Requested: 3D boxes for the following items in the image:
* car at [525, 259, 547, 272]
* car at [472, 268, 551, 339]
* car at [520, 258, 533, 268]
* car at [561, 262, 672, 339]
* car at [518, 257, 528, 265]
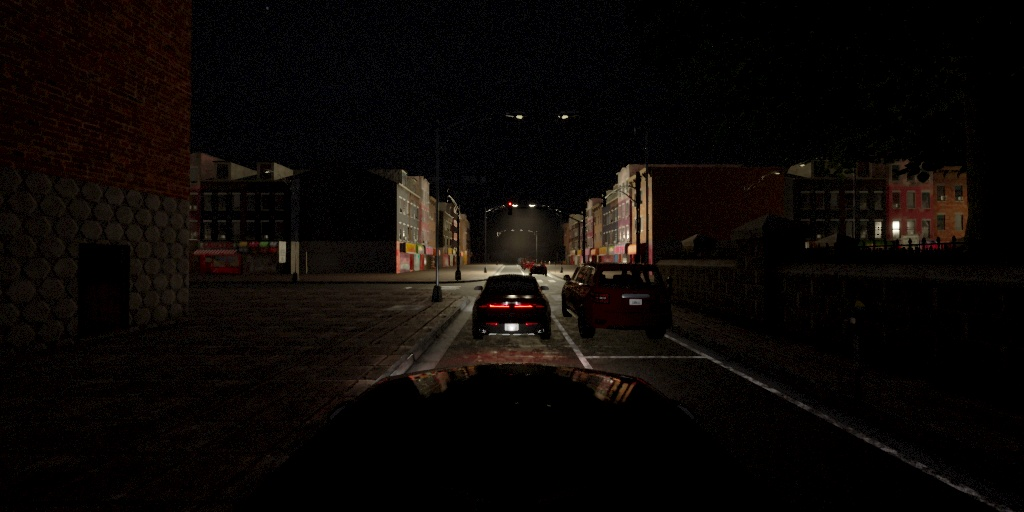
[{"bbox_3d":[2.589,1.334,36.472,1.888,1.381,4.507,0,0,0],"label":"car"},{"bbox_3d":[-0.011,1.258,10.001,1.837,1.490,4.892,0,0,0],"label":"car"},{"bbox_3d":[2.565,1.373,52.784,1.888,1.381,4.507,0,0,0],"label":"car"},{"bbox_3d":[2.626,1.068,10.043,2.192,1.841,5.009,0,0,0],"label":"car"},{"bbox_3d":[2.557,1.158,58.221,2.192,1.841,5.009,0,0,0],"label":"car"}]
